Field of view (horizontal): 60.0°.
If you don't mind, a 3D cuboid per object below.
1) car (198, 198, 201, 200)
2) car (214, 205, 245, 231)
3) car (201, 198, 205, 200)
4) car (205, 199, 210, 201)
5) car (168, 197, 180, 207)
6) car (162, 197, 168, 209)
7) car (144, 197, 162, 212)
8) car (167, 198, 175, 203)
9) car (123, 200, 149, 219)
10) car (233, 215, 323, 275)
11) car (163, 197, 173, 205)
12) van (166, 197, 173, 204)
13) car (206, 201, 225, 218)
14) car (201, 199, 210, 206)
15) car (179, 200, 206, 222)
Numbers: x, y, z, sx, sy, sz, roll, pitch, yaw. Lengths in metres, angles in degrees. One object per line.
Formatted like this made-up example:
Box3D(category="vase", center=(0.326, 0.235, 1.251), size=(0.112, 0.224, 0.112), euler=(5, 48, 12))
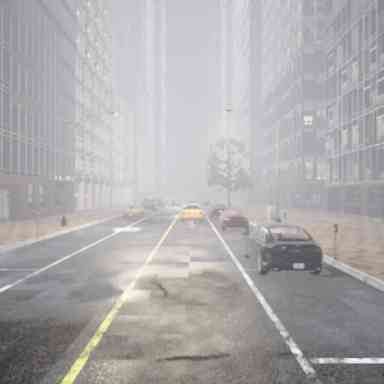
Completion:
Box3D(category="car", center=(-0.008, 2.005, 51.983), size=(2.033, 1.411, 5.357), euler=(0, 0, 0))
Box3D(category="car", center=(2.683, 1.781, 21.952), size=(1.802, 1.307, 4.206), euler=(0, -1, 0))
Box3D(category="car", center=(2.677, 2.090, 61.796), size=(2.008, 1.369, 4.403), euler=(0, 0, 0))
Box3D(category="car", center=(2.680, 1.900, 39.028), size=(2.008, 1.369, 4.403), euler=(0, 0, 0))
Box3D(category="car", center=(-3.034, 2.090, 62.223), size=(2.033, 1.411, 5.357), euler=(0, 0, 1))
Box3D(category="car", center=(-5.704, 1.807, 56.116), size=(2.192, 1.841, 5.009), euler=(0, 0, 0))
Box3D(category="car", center=(-5.702, 1.712, 44.732), size=(2.192, 1.841, 5.009), euler=(0, 0, 0))
Box3D(category="car", center=(-5.708, 2.330, 90.267), size=(1.947, 1.339, 4.313), euler=(0, 0, 0))
Box3D(category="car", center=(-5.699, 1.823, 33.177), size=(1.752, 1.417, 4.829), euler=(0, 0, 0))
Box3D(category="car", center=(2.685, 1.648, 10.567), size=(2.008, 1.369, 4.403), euler=(0, -1, 0))
Box3D(category="car", center=(-5.707, 2.117, 78.883), size=(1.967, 1.590, 4.097), euler=(0, 0, 0))
Box3D(category="van", center=(-5.708, 2.062, 84.575), size=(1.690, 1.788, 3.998), euler=(0, 0, 0))
Box3D(category="car", center=(2.682, 1.866, 33.335), size=(1.947, 1.339, 4.313), euler=(0, 0, 0))
Box3D(category="car", center=(2.676, 2.113, 67.660), size=(1.752, 1.417, 4.829), euler=(0, 0, 0))
Box3D(category="car", center=(0.053, 1.719, 29.217), size=(1.801, 1.575, 5.366), euler=(0, -1, 0))
